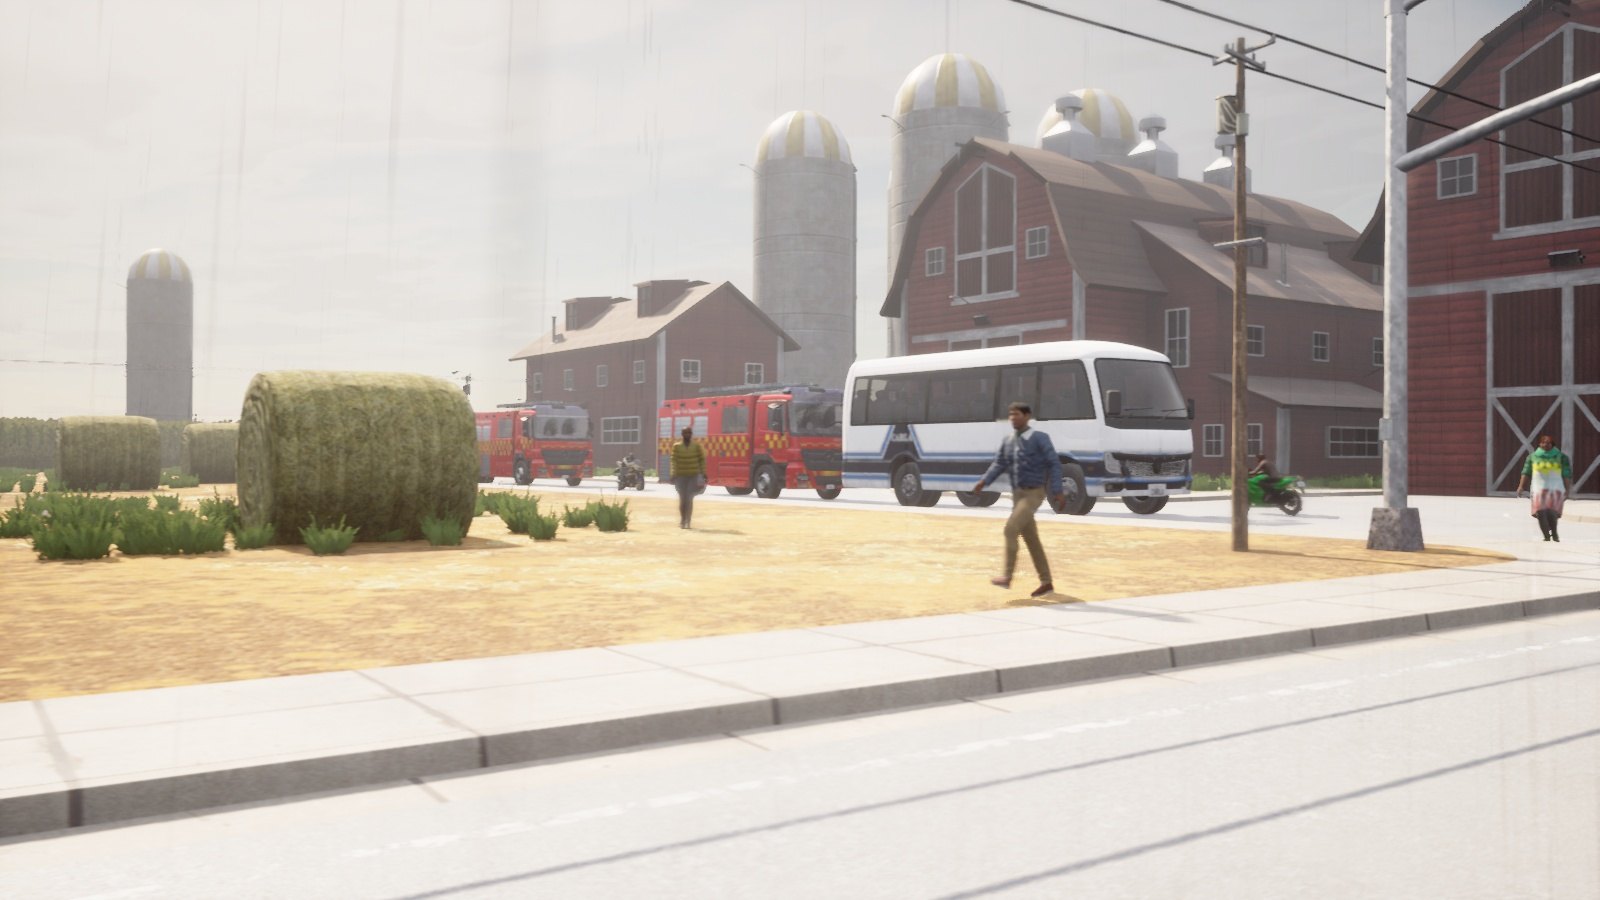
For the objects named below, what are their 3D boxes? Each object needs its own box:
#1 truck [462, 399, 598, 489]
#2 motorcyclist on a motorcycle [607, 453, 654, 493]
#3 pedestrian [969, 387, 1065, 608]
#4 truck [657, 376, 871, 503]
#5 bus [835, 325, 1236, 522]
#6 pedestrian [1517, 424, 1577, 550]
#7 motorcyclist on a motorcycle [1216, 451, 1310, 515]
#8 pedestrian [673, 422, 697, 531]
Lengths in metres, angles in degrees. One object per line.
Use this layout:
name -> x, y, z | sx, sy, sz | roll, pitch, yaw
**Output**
truck -> -12.493, -0.242, 57.461 | 2.891, 3.827, 8.468 | 0, 0, -36
motorcyclist on a motorcycle -> -6.684, 0.908, 49.422 | 0.866, 1.530, 2.191 | 0, 0, -36
pedestrian -> 1.991, 0.419, 11.497 | 0.788, 1.949, 0.423 | 0, 0, -33
truck -> -1.419, -0.303, 42.153 | 2.891, 3.827, 8.468 | 0, 0, -36
bus -> 5.604, -0.556, 32.448 | 3.944, 4.253, 10.273 | 0, 0, -36
pedestrian -> 11.959, 0.577, 20.109 | 0.659, 1.952, 0.873 | 0, 0, 42
motorcyclist on a motorcycle -> 11.256, 0.777, 30.604 | 0.797, 1.523, 2.044 | 0, 0, -36
pedestrian -> -1.973, 0.444, 21.538 | 0.370, 1.835, 0.726 | 0, 0, -2
